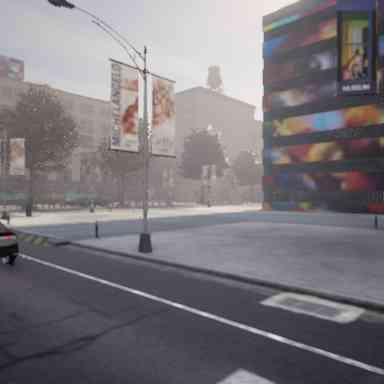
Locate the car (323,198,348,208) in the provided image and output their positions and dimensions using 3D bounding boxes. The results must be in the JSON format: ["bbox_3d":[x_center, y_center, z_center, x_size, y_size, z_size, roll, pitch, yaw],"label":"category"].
[{"bbox_3d":[22.723,1.761,52.679,2.161,1.482,4.786,0,0,42],"label":"car"}]

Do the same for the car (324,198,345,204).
[{"bbox_3d":[17.552,1.590,40.889,2.002,1.452,4.674,0,0,42],"label":"car"}]

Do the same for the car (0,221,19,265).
[{"bbox_3d":[-7.334,1.539,10.857,4.902,1.511,2.128,0,0,43],"label":"car"}]

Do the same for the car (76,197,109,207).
[{"bbox_3d":[-16.359,1.634,55.697,2.097,1.767,4.553,0,0,43],"label":"car"}]

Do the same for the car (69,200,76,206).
[{"bbox_3d":[-19.035,1.641,57.934,2.097,1.767,4.553,0,0,43],"label":"car"}]
